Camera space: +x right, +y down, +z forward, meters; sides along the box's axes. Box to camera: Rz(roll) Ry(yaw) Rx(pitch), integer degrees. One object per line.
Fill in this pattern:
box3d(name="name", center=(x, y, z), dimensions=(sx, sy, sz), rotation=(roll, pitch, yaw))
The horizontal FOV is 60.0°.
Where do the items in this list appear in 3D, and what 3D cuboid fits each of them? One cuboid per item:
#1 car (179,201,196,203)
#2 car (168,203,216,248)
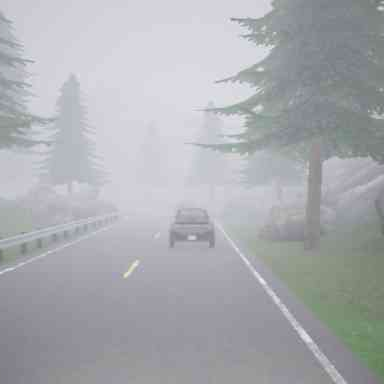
box3d(name="car", center=(-0.449, 1.515, 29.987), dimensions=(2.033, 1.411, 5.357), rotation=(0, 0, -12))
box3d(name="car", center=(0.000, 1.473, 14.649), dimensions=(2.128, 1.511, 4.902), rotation=(0, 0, 0))
